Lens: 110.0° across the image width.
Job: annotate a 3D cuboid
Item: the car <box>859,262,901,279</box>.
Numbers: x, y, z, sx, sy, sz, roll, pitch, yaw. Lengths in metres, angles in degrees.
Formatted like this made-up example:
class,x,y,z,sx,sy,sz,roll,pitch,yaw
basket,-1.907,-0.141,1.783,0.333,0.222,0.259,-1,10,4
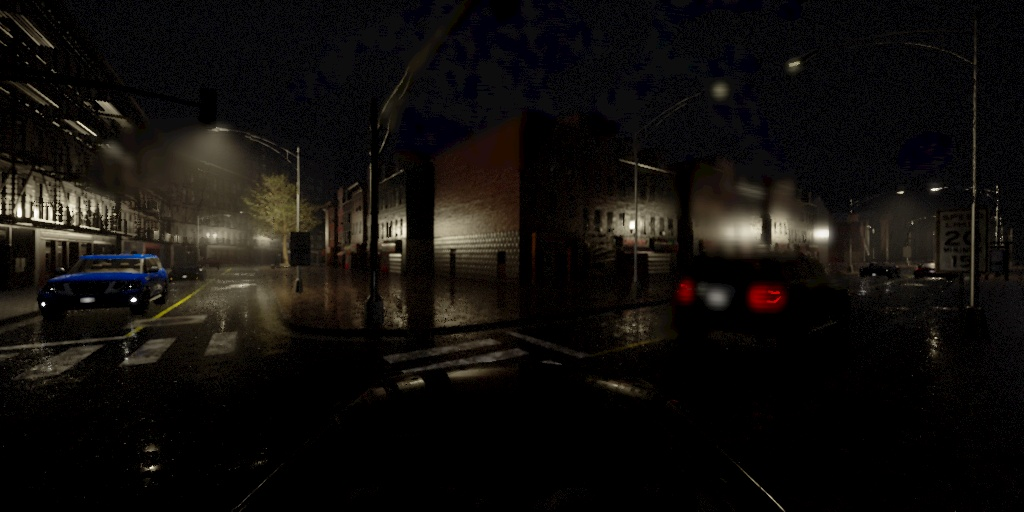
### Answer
class,x,y,z,sx,sy,sz,roll,pitch,yaw
car,30.905,1.187,30.102,4.718,1.301,1.895,0,0,-36

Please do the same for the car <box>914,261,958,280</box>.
class,x,y,z,sx,sy,sz,roll,pitch,yaw
car,34.145,1.160,28.940,4.181,1.385,1.994,0,0,-35

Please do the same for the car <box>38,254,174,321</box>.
class,x,y,z,sx,sy,sz,roll,pitch,yaw
car,-14.264,0.956,12.937,2.150,2.045,5.566,0,0,-36

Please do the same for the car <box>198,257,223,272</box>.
class,x,y,z,sx,sy,sz,roll,pitch,yaw
car,-34.041,0.872,40.513,1.882,1.535,5.008,0,0,-36

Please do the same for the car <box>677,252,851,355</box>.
class,x,y,z,sx,sy,sz,roll,pitch,yaw
car,6.315,0.930,8.820,5.566,2.045,2.150,0,0,-36

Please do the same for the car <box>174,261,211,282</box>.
class,x,y,z,sx,sy,sz,roll,pitch,yaw
car,-24.716,1.297,27.432,1.994,1.385,4.181,0,0,-36
